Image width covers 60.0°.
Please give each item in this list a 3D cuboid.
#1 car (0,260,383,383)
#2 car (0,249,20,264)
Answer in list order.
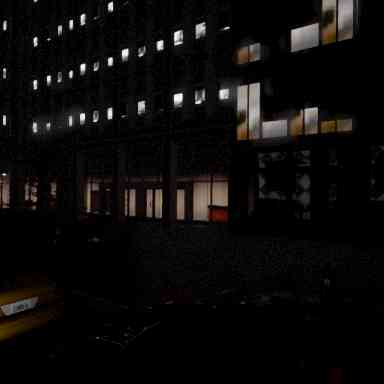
[{"bbox_3d":[0.543,1.440,2.478,4.097,1.590,1.967,0,1,36],"label":"car"},{"bbox_3d":[-4.215,1.524,5.888,4.829,1.417,1.752,0,1,36],"label":"car"}]
